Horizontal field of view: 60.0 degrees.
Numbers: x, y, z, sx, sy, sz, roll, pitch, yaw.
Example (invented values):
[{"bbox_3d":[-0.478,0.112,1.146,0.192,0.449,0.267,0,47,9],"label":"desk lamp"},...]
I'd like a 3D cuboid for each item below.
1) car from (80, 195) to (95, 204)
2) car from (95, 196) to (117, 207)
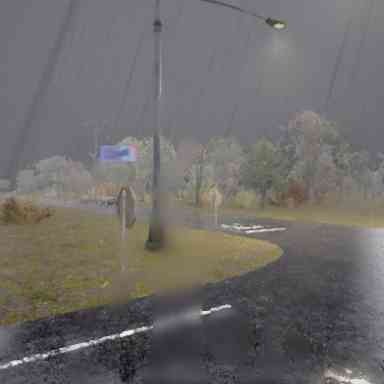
[{"bbox_3d":[-18.441,1.248,59.414,2.097,1.767,4.553,0,0,-34],"label":"car"},{"bbox_3d":[-12.734,1.419,50.949,1.837,1.490,4.892,0,0,-34],"label":"car"}]
